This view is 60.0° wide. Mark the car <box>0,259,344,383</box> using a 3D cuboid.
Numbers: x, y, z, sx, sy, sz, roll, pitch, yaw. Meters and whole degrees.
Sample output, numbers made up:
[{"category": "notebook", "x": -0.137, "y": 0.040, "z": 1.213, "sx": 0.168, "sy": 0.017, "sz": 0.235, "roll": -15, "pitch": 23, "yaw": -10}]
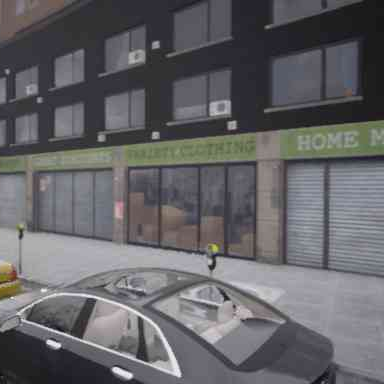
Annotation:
[{"category": "car", "x": -0.764, "y": 1.535, "z": 3.620, "sx": 4.403, "sy": 1.369, "sz": 2.008, "roll": 0, "pitch": 1, "yaw": 35}]
